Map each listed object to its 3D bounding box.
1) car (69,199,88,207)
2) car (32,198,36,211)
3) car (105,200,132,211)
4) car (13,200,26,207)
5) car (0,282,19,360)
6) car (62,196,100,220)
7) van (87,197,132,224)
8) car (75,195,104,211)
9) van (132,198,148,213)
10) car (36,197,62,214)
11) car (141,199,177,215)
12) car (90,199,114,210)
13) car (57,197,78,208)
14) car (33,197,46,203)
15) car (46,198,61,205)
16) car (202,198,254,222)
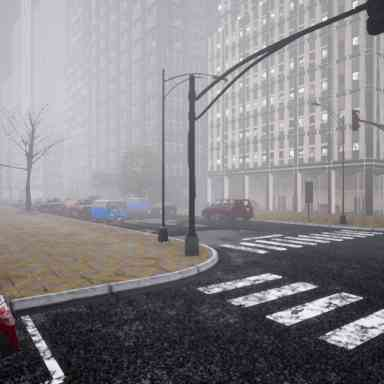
[{"bbox_3d":[-20.179,1.940,58.913,2.008,1.369,4.403,0,0,-36],"label":"car"},{"bbox_3d":[-20.168,1.745,44.773,1.967,1.590,4.097,0,0,-36],"label":"car"},{"bbox_3d":[-10.037,1.847,45.154,1.947,1.339,4.313,0,0,-36],"label":"car"},{"bbox_3d":[-30.309,1.994,58.532,1.802,1.307,4.206,0,0,-36],"label":"car"},{"bbox_3d":[-4.240,1.440,3.532,4.097,1.590,1.967,0,0,-36],"label":"car"},{"bbox_3d":[-10.027,1.510,31.014,2.192,1.841,5.009,0,0,-36],"label":"car"},{"bbox_3d":[-6.646,1.499,26.428,1.690,1.788,3.998,0,0,-36],"label":"van"},{"bbox_3d":[-14.473,1.524,46.717,2.150,2.045,5.566,0,0,-36],"label":"car"},{"bbox_3d":[-6.658,1.586,40.568,1.690,1.788,3.998,0,0,-36],"label":"van"},{"bbox_3d":[-16.788,1.584,40.187,2.192,1.841,5.009,0,0,-36],"label":"car"},{"bbox_3d":[-3.276,1.758,35.981,2.008,1.369,4.403,0,0,-36],"label":"car"},{"bbox_3d":[-13.519,1.844,49.878,1.752,1.417,4.829,0,0,-36],"label":"car"},{"bbox_3d":[-20.780,1.721,55.202,2.097,1.767,4.553,0,0,-36],"label":"car"},{"bbox_3d":[-39.084,2.063,85.088,1.882,1.535,5.008,0,0,-36],"label":"car"},{"bbox_3d":[-30.322,2.061,72.673,1.947,1.339,4.313,0,0,-36],"label":"car"},{"bbox_3d":[2.900,1.454,27.602,2.192,1.841,5.009,0,0,-36],"label":"car"}]
